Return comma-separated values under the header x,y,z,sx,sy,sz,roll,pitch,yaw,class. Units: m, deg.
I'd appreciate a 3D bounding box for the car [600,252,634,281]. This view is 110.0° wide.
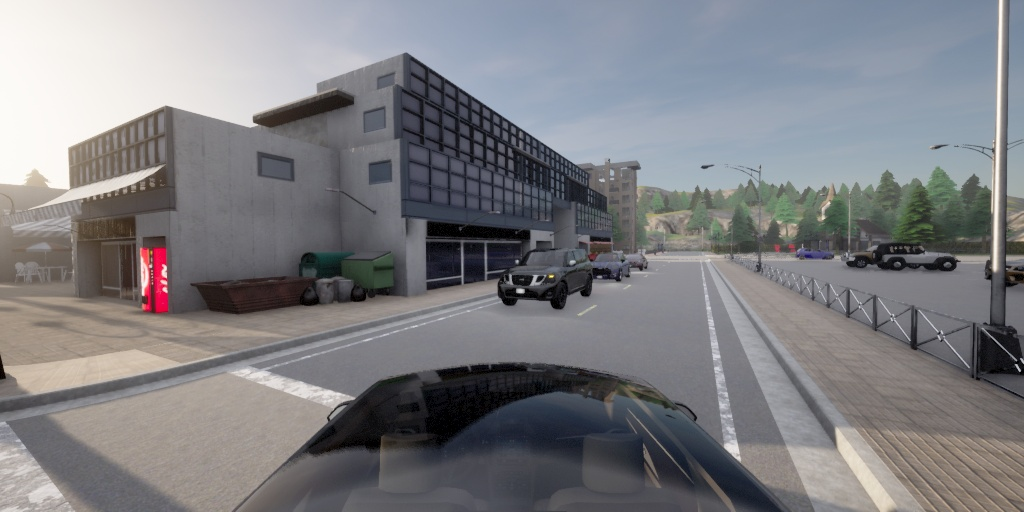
x,y,z,sx,sy,sz,roll,pitch,yaw,class
6.086,0.573,22.645,2.097,1.767,4.553,0,1,28,car

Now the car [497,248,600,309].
x,y,z,sx,sy,sz,roll,pitch,yaw,class
1.543,0.700,13.921,2.150,2.045,5.566,0,1,27,car

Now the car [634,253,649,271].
x,y,z,sx,sy,sz,roll,pitch,yaw,class
10.818,0.480,31.718,1.812,1.442,4.674,0,1,28,car
